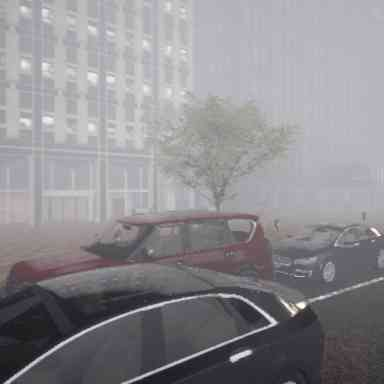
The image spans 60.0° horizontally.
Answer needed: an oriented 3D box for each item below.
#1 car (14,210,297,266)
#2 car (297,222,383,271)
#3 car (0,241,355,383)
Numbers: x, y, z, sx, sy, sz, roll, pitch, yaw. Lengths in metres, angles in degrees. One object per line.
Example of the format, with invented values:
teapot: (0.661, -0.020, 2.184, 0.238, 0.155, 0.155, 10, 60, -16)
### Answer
car: (-0.621, 1.312, 6.121, 5.009, 1.841, 2.192, 0, 0, -36)
car: (3.876, 1.543, 9.329, 4.403, 1.369, 2.008, 0, 0, -36)
car: (-0.869, 1.504, 2.759, 4.892, 1.490, 1.837, 0, 0, -35)
